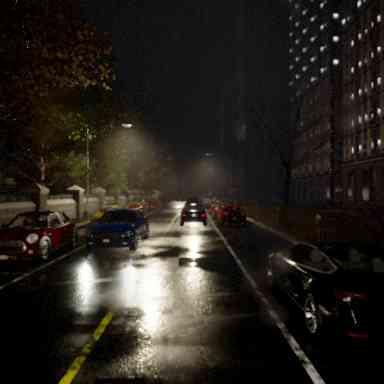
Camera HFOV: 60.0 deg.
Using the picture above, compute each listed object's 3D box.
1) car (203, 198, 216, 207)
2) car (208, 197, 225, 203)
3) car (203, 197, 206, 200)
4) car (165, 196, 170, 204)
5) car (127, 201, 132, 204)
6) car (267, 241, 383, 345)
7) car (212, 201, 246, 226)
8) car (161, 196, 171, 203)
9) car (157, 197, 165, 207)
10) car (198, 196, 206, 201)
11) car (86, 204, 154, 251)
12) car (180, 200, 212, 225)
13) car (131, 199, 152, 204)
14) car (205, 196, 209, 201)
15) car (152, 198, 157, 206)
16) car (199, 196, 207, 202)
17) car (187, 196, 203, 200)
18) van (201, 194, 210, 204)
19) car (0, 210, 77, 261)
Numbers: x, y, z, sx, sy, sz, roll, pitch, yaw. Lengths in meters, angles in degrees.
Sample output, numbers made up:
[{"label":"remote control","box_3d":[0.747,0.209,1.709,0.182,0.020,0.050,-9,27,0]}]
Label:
[{"label":"car","box_3d":[2.703,1.631,51.446,1.802,1.307,4.206,0,0,0]},{"label":"car","box_3d":[2.698,1.461,28.917,1.967,1.590,4.097,0,0,0]},{"label":"car","box_3d":[2.700,1.585,40.181,2.008,1.369,4.403,0,0,0]},{"label":"car","box_3d":[-5.675,1.613,62.712,1.887,1.381,4.507,0,0,0]},{"label":"car","box_3d":[-5.683,1.541,23.117,1.752,1.417,4.829,0,0,0]},{"label":"car","box_3d":[2.693,1.569,6.387,1.947,1.339,4.313,0,0,0]},{"label":"car","box_3d":[2.697,1.560,23.285,1.887,1.381,4.507,0,0,0]},{"label":"car","box_3d":[-5.673,1.616,73.807,1.752,1.417,4.829,0,0,0]},{"label":"car","box_3d":[-5.677,1.594,51.447,1.887,1.381,4.507,0,0,0]},{"label":"car","box_3d":[2.712,1.711,90.871,1.802,1.307,4.206,0,0,0]},{"label":"car","box_3d":[-3.045,1.486,14.427,1.882,1.535,5.008,0,0,1]},{"label":"car","box_3d":[0.106,1.564,24.142,2.033,1.411,5.357,0,0,0]},{"label":"car","box_3d":[-5.681,1.468,34.550,1.967,1.590,4.097,0,0,0]},{"label":"car","box_3d":[2.700,1.468,34.549,1.967,1.590,4.097,0,0,0]},{"label":"car","box_3d":[-5.680,1.580,40.183,1.887,1.381,4.507,0,0,0]},{"label":"car","box_3d":[2.709,1.685,79.606,1.802,1.307,4.206,0,0,0]},{"label":"car","box_3d":[0.110,1.519,45.518,1.882,1.535,5.008,0,0,0]},{"label":"van","box_3d":[2.707,1.420,68.344,1.690,1.788,3.998,0,0,0]},{"label":"car","box_3d":[-5.686,1.447,12.022,1.967,1.590,4.097,0,0,0]}]
